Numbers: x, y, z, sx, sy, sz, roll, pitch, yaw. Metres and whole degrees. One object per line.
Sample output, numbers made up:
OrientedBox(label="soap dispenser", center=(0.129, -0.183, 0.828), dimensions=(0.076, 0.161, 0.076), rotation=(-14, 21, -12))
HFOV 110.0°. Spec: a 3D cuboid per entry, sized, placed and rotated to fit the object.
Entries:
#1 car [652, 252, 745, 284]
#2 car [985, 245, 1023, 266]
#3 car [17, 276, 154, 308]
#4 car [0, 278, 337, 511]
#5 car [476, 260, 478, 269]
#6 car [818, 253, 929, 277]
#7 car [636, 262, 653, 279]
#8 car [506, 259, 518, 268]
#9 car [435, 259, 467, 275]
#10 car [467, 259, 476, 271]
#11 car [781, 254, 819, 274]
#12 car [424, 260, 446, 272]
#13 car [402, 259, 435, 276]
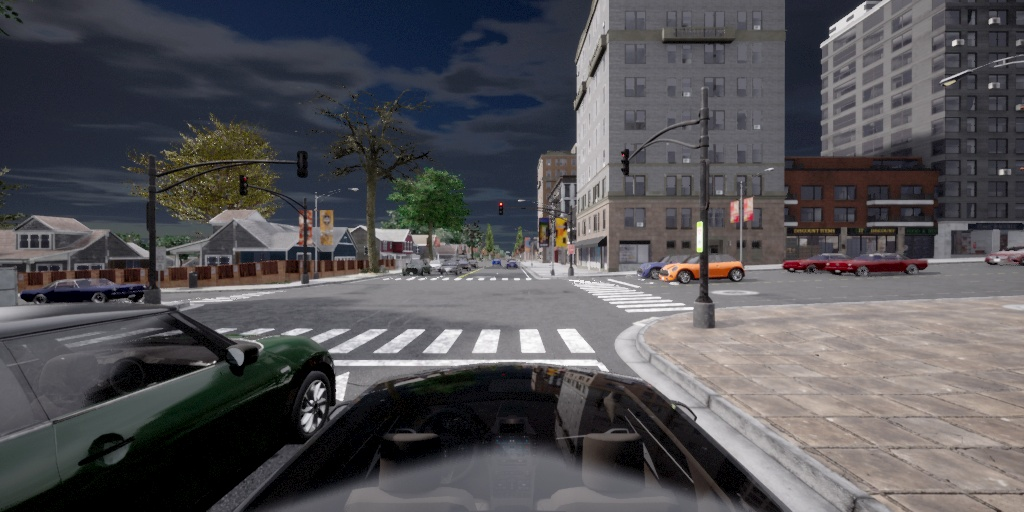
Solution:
OrientedBox(label="car", center=(11.353, 0.680, 21.695), dimensions=(4.553, 1.767, 2.097), rotation=(-2, 0, 0))
OrientedBox(label="car", center=(36.126, -0.085, 25.030), dimensions=(4.674, 1.442, 1.812), rotation=(-3, 0, -1))
OrientedBox(label="car", center=(-21.636, 1.805, 18.338), dimensions=(4.718, 1.301, 1.895), rotation=(-2, 0, 0))
OrientedBox(label="car", center=(-3.151, 1.102, 2.461), dimensions=(2.097, 1.767, 4.553), rotation=(0, 0, 0))
OrientedBox(label="car", center=(-6.658, 1.320, 59.589), dimensions=(1.837, 1.490, 4.892), rotation=(0, 0, 0))
OrientedBox(label="car", center=(21.918, 0.524, 21.737), dimensions=(4.718, 1.301, 1.895), rotation=(-2, 0, 0))
OrientedBox(label="car", center=(11.100, 0.679, 25.015), dimensions=(4.553, 1.767, 2.097), rotation=(-2, 0, 2))
OrientedBox(label="car", center=(0.020, 1.350, 62.566), dimensions=(1.812, 1.442, 4.674), rotation=(0, 0, 0))
OrientedBox(label="car", center=(-6.639, 1.261, 39.525), dimensions=(2.128, 1.511, 4.902), rotation=(0, 0, 0))
OrientedBox(label="car", center=(-6.656, 1.334, 49.243), dimensions=(2.033, 1.411, 5.357), rotation=(0, 0, 0))
OrientedBox(label="car", center=(21.668, 0.523, 24.987), dimensions=(4.718, 1.301, 1.895), rotation=(-2, 0, -1))
OrientedBox(label="car", center=(-9.903, 1.306, 46.430), dimensions=(1.812, 1.442, 4.674), rotation=(0, 0, 0))
OrientedBox(label="car", center=(-9.889, 1.119, 37.446), dimensions=(2.097, 1.767, 4.553), rotation=(0, 0, 0))
